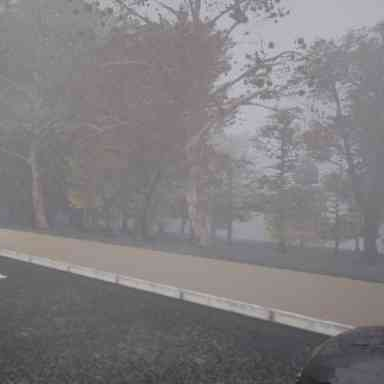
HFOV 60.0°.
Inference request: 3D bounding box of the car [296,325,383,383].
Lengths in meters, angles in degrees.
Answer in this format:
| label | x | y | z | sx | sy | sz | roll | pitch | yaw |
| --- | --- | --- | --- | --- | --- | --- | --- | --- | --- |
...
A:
| label | x | y | z | sx | sy | sz | roll | pitch | yaw |
| --- | --- | --- | --- | --- | --- | --- | --- | --- | --- |
| car | 2.977 | 1.503 | 1.559 | 4.902 | 1.511 | 2.128 | 1 | 0 | 35 |
